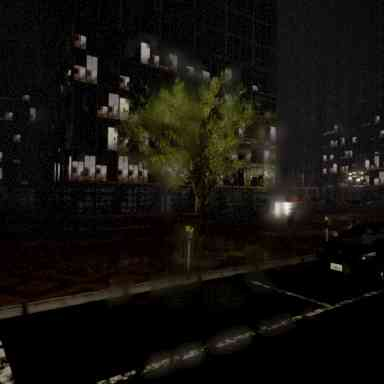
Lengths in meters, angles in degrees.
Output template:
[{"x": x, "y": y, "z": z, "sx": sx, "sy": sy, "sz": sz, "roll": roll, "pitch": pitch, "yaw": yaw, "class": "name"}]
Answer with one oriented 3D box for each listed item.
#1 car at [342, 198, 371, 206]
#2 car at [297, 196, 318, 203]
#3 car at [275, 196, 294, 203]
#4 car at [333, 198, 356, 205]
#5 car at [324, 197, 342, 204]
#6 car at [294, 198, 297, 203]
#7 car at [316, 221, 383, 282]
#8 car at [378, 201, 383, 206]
[{"x": 29.631, "y": 1.767, "z": 59.286, "sx": 2.008, "sy": 1.369, "sz": 4.403, "roll": 1, "pitch": -1, "yaw": -20, "class": "car"}, {"x": 29.322, "y": 1.824, "z": 83.025, "sx": 2.192, "sy": 1.841, "sz": 5.009, "roll": 1, "pitch": -1, "yaw": -20, "class": "car"}, {"x": 21.931, "y": 1.798, "z": 80.287, "sx": 1.967, "sy": 1.590, "sz": 4.097, "roll": 1, "pitch": -1, "yaw": -20, "class": "car"}, {"x": 33.171, "y": 1.989, "z": 72.517, "sx": 2.008, "sy": 1.369, "sz": 4.403, "roll": 1, "pitch": -1, "yaw": -20, "class": "car"}, {"x": 27.708, "y": 1.692, "z": 64.537, "sx": 1.967, "sy": 1.590, "sz": 4.097, "roll": 1, "pitch": -1, "yaw": -20, "class": "car"}, {"x": 27.392, "y": 2.127, "z": 88.274, "sx": 1.802, "sy": 1.307, "sz": 4.206, "roll": 1, "pitch": -1, "yaw": -20, "class": "car"}, {"x": 5.555, "y": 1.574, "z": 9.817, "sx": 4.313, "sy": 1.339, "sz": 1.947, "roll": 0, "pitch": 1, "yaw": -34, "class": "car"}, {"x": 36.965, "y": 1.893, "z": 62.172, "sx": 1.752, "sy": 1.417, "sz": 4.829, "roll": 1, "pitch": -1, "yaw": -20, "class": "car"}]
